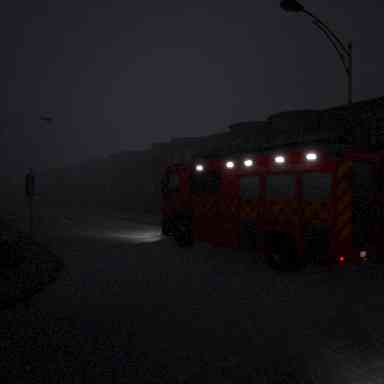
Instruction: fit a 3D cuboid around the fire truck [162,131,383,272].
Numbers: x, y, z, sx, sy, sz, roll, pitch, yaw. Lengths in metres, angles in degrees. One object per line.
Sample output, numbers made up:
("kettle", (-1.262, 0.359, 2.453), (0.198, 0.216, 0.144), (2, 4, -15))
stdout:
("fire truck", (2.183, 0.342, 12.082), (2.891, 3.827, 8.468), (0, 0, -35))
